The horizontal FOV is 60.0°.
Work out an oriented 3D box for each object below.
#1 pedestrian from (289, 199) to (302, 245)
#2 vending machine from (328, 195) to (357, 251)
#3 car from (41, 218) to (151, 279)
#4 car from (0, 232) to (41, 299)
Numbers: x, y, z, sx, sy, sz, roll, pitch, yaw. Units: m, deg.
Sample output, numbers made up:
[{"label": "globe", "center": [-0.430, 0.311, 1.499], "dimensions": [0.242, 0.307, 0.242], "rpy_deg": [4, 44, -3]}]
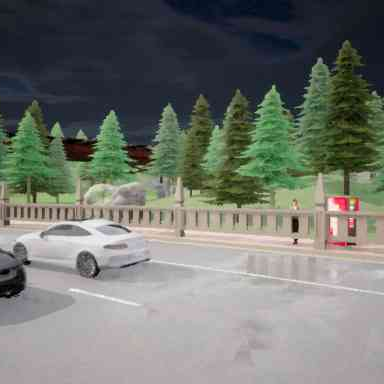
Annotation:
[{"label": "pedestrian", "center": [4.053, 1.142, 13.013], "dimensions": [0.375, 1.860, 0.375], "rpy_deg": [0, 0, 33]}, {"label": "vending machine", "center": [6.094, 1.195, 13.456], "dimensions": [0.880, 2.100, 1.100], "rpy_deg": [0, 0, 33]}, {"label": "car", "center": [-3.367, 1.526, 9.972], "dimensions": [4.674, 1.442, 1.812], "rpy_deg": [0, 0, 30]}, {"label": "car", "center": [-5.524, 1.564, 7.158], "dimensions": [4.181, 1.385, 1.994], "rpy_deg": [0, 0, 30]}]
